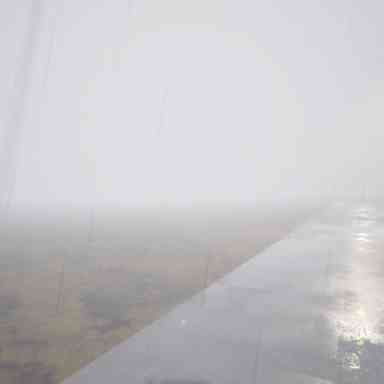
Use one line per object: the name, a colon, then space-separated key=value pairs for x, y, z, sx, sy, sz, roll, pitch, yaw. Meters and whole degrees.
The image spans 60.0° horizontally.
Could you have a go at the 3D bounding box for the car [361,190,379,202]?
car: x=26.511 y=0.754 z=49.483 sx=1.812 sy=1.442 sz=4.674 roll=-1 pitch=1 yaw=27

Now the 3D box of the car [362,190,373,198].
car: x=34.318 y=0.422 z=65.261 sx=1.812 sy=1.442 sz=4.674 roll=-1 pitch=1 yaw=27
